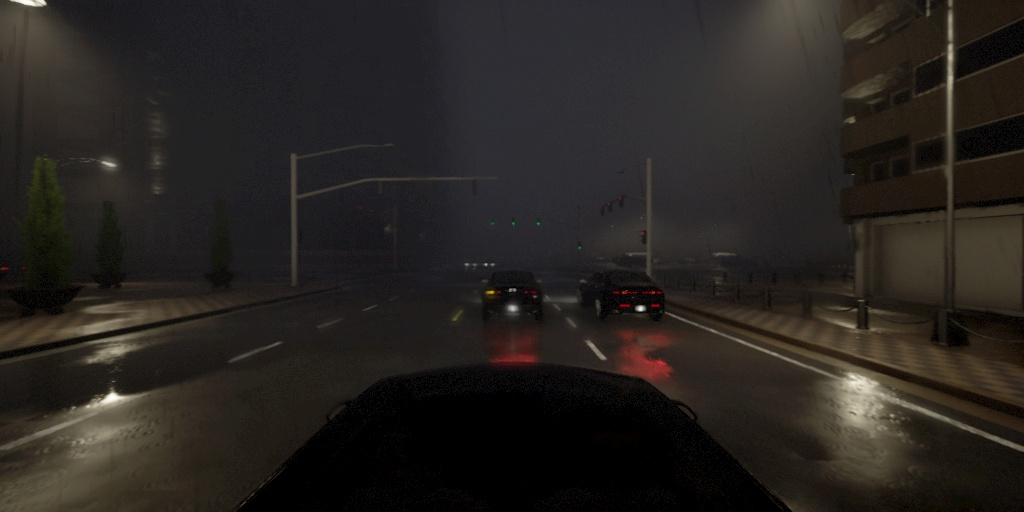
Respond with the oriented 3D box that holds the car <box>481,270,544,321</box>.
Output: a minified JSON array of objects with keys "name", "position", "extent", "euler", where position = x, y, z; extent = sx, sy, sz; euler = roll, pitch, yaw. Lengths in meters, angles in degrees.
[{"name":"car","position":[0.009,1.195,12.195],"extent":[1.837,1.490,4.892],"euler":[0,0,-1]}]

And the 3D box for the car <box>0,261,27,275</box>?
[{"name":"car","position":[-49.468,1.179,33.917],"extent":[5.357,1.411,2.033],"euler":[0,0,0]}]

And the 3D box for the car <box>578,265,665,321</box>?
[{"name":"car","position":[3.506,1.195,12.227],"extent":[1.837,1.490,4.892],"euler":[0,0,0]}]
